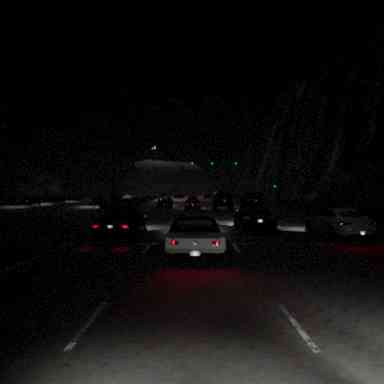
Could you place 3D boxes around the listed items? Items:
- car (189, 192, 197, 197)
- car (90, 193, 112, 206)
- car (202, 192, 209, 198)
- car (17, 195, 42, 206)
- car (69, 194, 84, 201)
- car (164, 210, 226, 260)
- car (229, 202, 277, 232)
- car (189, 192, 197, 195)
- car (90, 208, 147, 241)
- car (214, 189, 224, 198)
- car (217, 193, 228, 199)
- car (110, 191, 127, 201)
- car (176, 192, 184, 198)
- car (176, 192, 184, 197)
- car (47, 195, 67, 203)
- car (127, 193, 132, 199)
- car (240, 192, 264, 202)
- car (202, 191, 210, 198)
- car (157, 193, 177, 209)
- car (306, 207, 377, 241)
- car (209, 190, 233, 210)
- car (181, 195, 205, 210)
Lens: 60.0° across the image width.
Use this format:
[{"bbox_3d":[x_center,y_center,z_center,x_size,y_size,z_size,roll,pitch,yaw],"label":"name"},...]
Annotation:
[{"bbox_3d":[0.261,0.672,89.402,1.994,1.385,4.181,0,1,0],"label":"car"},{"bbox_3d":[-14.019,1.258,50.366,1.837,1.490,4.892,0,0,0],"label":"car"},{"bbox_3d":[3.686,0.897,78.960,2.128,1.511,4.902,0,1,0],"label":"car"},{"bbox_3d":[-24.519,1.230,50.412,1.882,1.535,5.008,0,0,0],"label":"car"},{"bbox_3d":[-24.379,1.085,70.166,1.994,1.385,4.181,0,1,0],"label":"car"},{"bbox_3d":[0.095,1.552,12.206,1.895,1.301,4.718,0,0,0],"label":"car"},{"bbox_3d":[3.590,1.486,19.461,1.994,1.385,4.181,0,0,0],"label":"car"},{"bbox_3d":[0.189,0.921,79.362,1.994,1.385,4.181,0,1,0],"label":"car"},{"bbox_3d":[-3.409,1.484,16.332,2.033,1.411,5.357,0,0,0],"label":"car"},{"bbox_3d":[7.261,0.388,89.372,2.150,2.045,5.566,0,1,0],"label":"car"},{"bbox_3d":[7.187,0.916,79.118,2.033,1.411,5.357,0,1,0],"label":"car"},{"bbox_3d":[-13.949,0.884,60.458,2.150,2.045,5.566,0,1,0],"label":"car"},{"bbox_3d":[-3.314,0.850,79.005,1.882,1.535,5.008,0,1,0],"label":"car"},{"bbox_3d":[-3.238,0.672,89.427,1.994,1.385,4.181,0,1,0],"label":"car"},{"bbox_3d":[-24.452,1.268,60.094,1.895,1.301,4.718,0,1,0],"label":"car"},{"bbox_3d":[-13.875,1.048,70.639,1.812,1.442,4.674,0,1,0],"label":"car"},{"bbox_3d":[7.080,1.061,39.460,2.150,2.045,5.566,0,0,0],"label":"car"},{"bbox_3d":[3.761,0.645,89.376,2.128,1.511,4.902,0,1,0],"label":"car"},{"bbox_3d":[-3.421,1.309,42.882,2.128,1.511,4.902,0,1,0],"label":"car"},{"bbox_3d":[7.078,1.461,16.112,1.812,1.442,4.674,0,0,0],"label":"car"},{"bbox_3d":[3.580,1.061,39.255,2.150,2.045,5.566,0,0,0],"label":"car"},{"bbox_3d":[0.083,1.394,37.818,2.033,1.411,5.357,0,0,0],"label":"car"}]
